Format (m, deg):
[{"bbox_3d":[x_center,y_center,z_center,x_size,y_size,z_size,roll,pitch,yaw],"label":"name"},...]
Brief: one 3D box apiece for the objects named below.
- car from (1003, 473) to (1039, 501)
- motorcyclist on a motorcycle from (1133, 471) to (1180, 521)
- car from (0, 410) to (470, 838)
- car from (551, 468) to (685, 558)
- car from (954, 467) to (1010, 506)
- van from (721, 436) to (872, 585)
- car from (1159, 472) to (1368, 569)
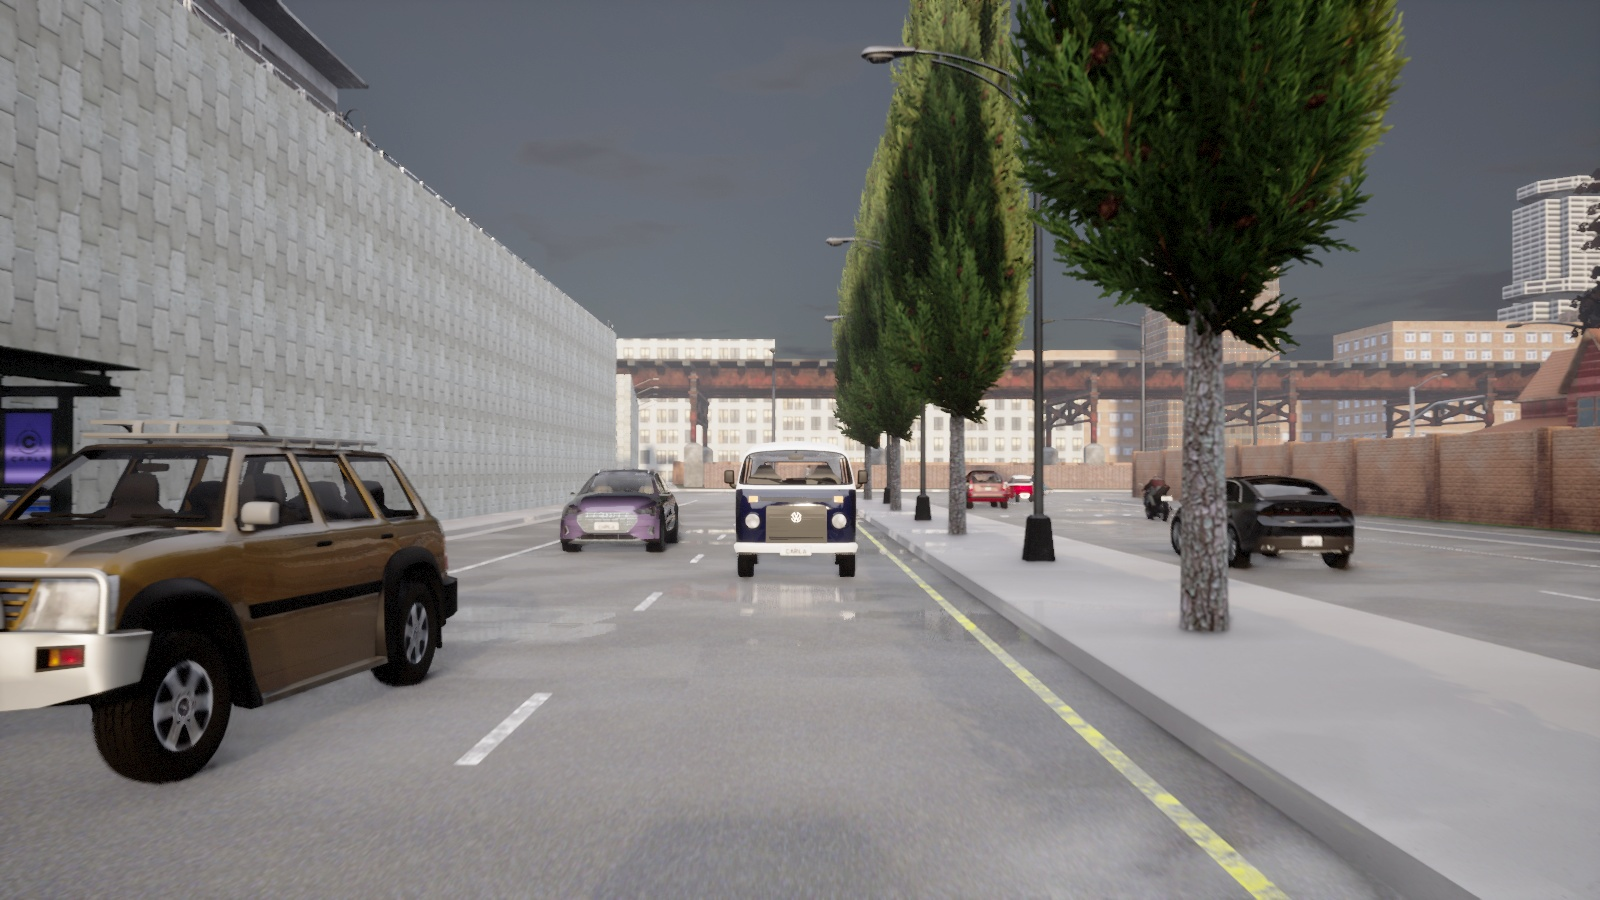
[{"bbox_3d":[11.325,1.881,64.471,1.481,1.376,2.207,0,-1,0],"label":"car"},{"bbox_3d":[11.389,1.454,40.199,0.866,1.530,2.191,0,-1,0],"label":"motorcyclist on a motorcycle"},{"bbox_3d":[-3.843,0.793,7.840,1.932,1.855,4.605,0,-1,6],"label":"car"},{"bbox_3d":[-3.572,1.201,25.596,2.033,1.649,4.856,0,-1,0],"label":"car"},{"bbox_3d":[7.850,1.579,54.475,1.851,1.617,3.988,0,-1,0],"label":"car"},{"bbox_3d":[-0.057,0.871,19.590,2.069,2.038,4.480,0,-1,0],"label":"van"},{"bbox_3d":[7.938,1.143,22.045,1.837,1.490,4.892,0,-1,0],"label":"car"}]
